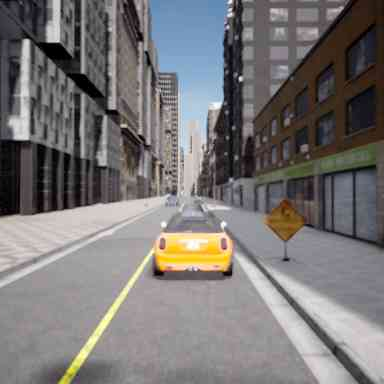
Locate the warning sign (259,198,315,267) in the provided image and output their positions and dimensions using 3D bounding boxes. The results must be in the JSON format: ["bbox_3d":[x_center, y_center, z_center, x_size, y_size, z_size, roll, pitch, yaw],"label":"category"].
[{"bbox_3d":[2.704,1.115,9.646,1.300,1.860,1.060,-1,-1,0],"label":"warning sign"}]

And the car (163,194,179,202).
[{"bbox_3d":[-3.079,1.330,52.344,2.097,1.767,4.553,0,0,0],"label":"car"}]

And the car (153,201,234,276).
[{"bbox_3d":[0.054,1.354,10.454,2.097,1.767,4.553,0,0,1],"label":"car"}]
